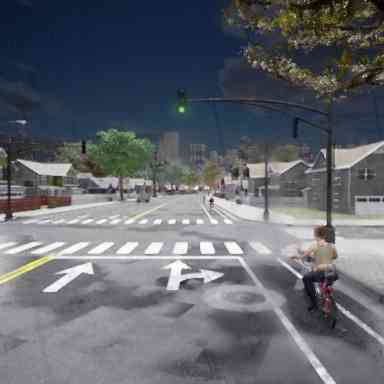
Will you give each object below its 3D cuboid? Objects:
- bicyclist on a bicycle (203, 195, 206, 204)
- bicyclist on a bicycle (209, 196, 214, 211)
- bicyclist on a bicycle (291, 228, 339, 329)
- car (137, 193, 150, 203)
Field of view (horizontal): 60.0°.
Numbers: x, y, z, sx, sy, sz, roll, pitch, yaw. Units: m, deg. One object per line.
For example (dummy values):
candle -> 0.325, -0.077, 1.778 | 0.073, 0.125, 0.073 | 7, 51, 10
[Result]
bicyclist on a bicycle -> 2.259, 1.391, 61.342 | 0.582, 1.620, 1.656 | 0, 0, 0
bicyclist on a bicycle -> 2.257, 1.342, 38.478 | 0.659, 1.776, 1.843 | 0, 0, 0
bicyclist on a bicycle -> 2.271, 1.435, 5.986 | 0.866, 1.612, 1.509 | 0, 0, 0
car -> -9.740, 1.252, 67.163 | 2.150, 2.045, 5.566 | 0, 0, 0
